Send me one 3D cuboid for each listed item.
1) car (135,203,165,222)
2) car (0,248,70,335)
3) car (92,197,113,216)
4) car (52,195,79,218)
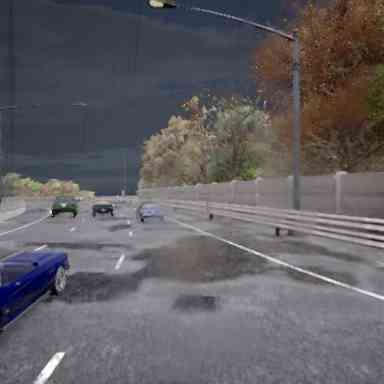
[{"bbox_3d":[-3.498,1.580,27.119,2.033,1.411,5.357,0,0,-15],"label":"car"},{"bbox_3d":[-3.684,1.627,5.740,1.895,1.301,4.718,0,0,-3],"label":"car"},{"bbox_3d":[-9.057,1.549,33.594,1.882,1.535,5.008,0,0,-18],"label":"car"},{"bbox_3d":[-12.232,1.313,32.205,2.150,2.045,5.566,0,0,-18],"label":"car"}]
